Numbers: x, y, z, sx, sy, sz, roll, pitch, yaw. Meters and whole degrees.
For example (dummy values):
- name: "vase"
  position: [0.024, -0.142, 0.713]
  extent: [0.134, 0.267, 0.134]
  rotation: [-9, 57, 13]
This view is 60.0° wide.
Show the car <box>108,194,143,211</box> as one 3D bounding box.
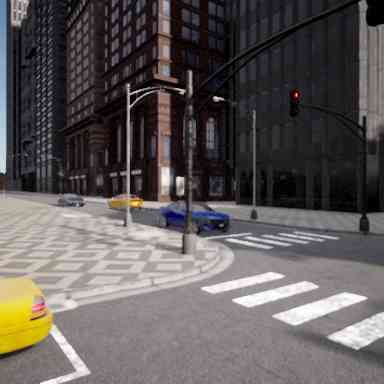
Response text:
- name: "car"
  position: [-6.572, 0.949, 32.407]
  extent: [1.882, 1.535, 5.008]
  rotation: [0, 1, -36]

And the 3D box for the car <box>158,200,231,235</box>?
- name: "car"
  position: [0.012, 1.236, 17.634]
  extent: [1.882, 1.535, 5.008]
  rotation: [0, 1, -33]

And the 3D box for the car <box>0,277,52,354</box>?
- name: "car"
  position: [-4.195, 1.524, 3.656]
  extent: [4.829, 1.417, 1.752]
  rotation: [0, 0, -35]

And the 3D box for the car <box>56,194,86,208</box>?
- name: "car"
  position: [-13.286, 0.887, 36.255]
  extent: [2.033, 1.411, 5.357]
  rotation: [0, 1, -36]
